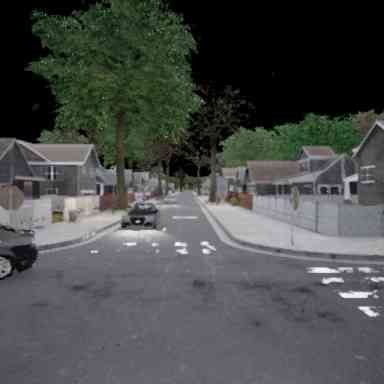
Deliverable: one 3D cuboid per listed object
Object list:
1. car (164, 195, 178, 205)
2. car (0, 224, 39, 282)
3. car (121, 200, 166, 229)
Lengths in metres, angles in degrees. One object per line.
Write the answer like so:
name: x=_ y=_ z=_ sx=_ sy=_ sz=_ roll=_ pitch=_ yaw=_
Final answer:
car: x=-3.128 y=1.141 z=48.899 sx=1.895 sy=1.301 sz=4.718 roll=0 pitch=1 yaw=0
car: x=-6.264 y=1.460 z=7.790 sx=4.892 sy=1.490 sz=1.837 roll=0 pitch=6 yaw=-38
car: x=-2.914 y=1.386 z=19.897 sx=1.994 sy=1.385 sz=4.181 roll=0 pitch=1 yaw=0
